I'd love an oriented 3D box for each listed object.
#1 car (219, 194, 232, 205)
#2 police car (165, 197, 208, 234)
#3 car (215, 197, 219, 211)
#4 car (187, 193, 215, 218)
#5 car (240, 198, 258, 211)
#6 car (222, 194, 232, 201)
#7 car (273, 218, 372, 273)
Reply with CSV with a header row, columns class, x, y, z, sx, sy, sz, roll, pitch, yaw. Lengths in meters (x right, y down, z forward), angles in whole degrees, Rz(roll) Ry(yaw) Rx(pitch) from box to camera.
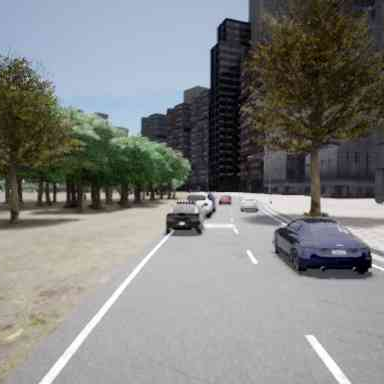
class,x,y,z,sx,sy,sz,roll,pitch,yaw
car,5.293,1.348,53.352,1.994,1.385,4.181,0,0,9
police car,-0.309,1.348,19.058,1.930,1.638,5.238,0,0,4
car,1.335,1.083,34.848,2.150,2.045,5.566,0,0,8
car,0.608,1.107,28.908,2.150,2.045,5.566,0,0,6
car,6.515,1.376,38.029,1.812,1.442,4.674,0,0,8
car,7.336,1.133,69.929,2.033,1.411,5.357,0,0,4
car,3.896,1.525,10.615,1.994,1.385,4.181,0,0,2
